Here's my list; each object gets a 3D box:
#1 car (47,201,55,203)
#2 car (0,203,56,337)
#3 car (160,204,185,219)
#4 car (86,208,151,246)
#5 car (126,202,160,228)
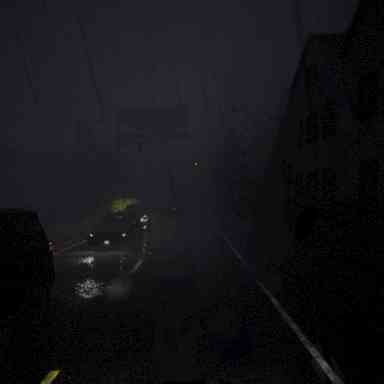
[{"bbox_3d":[-22.179,2.199,53.114,4.611,1.667,2.242,0,-1,0],"label":"car"},{"bbox_3d":[-3.586,1.262,3.930,2.150,2.045,5.566,0,-1,0],"label":"car"},{"bbox_3d":[-2.739,1.931,34.263,2.128,1.511,4.902,2,-3,-42],"label":"car"},{"bbox_3d":[-3.501,1.710,16.319,2.033,1.411,5.357,0,-1,0],"label":"car"},{"bbox_3d":[-3.521,1.564,21.331,2.097,1.767,4.553,0,-1,0],"label":"car"}]
